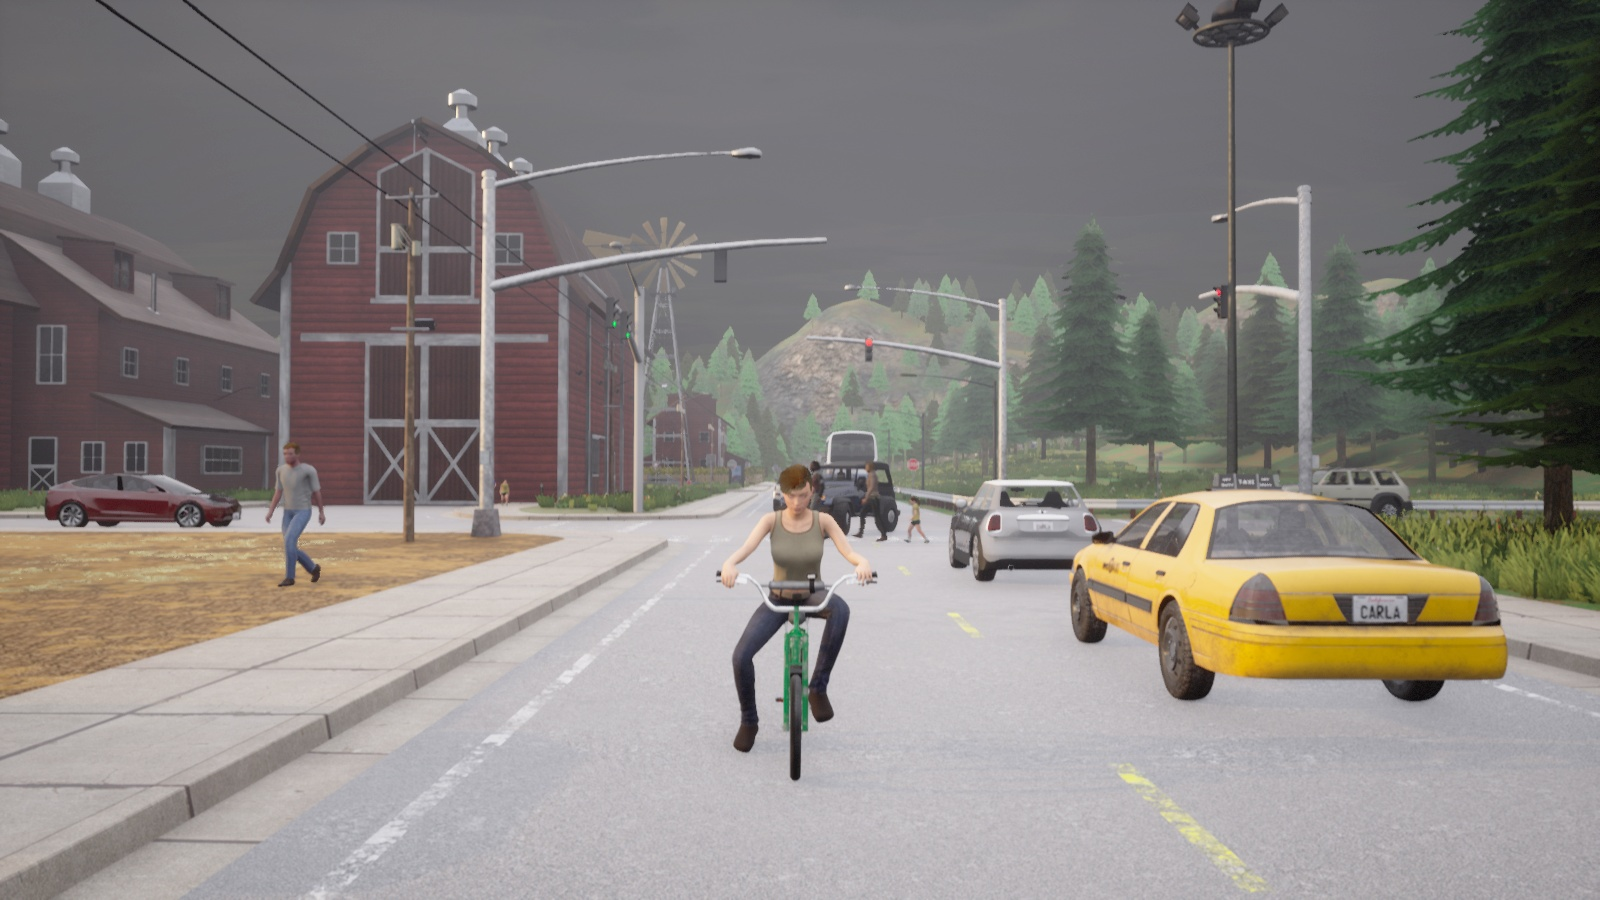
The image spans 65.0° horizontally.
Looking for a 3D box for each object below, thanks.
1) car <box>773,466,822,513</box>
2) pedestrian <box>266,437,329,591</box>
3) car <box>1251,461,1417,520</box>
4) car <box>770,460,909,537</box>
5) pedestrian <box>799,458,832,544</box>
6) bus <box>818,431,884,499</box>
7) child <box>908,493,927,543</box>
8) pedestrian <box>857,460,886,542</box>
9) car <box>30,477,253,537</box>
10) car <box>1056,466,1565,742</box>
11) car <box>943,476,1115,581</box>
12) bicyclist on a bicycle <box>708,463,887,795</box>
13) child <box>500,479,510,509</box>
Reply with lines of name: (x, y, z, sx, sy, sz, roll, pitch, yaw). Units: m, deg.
car: (-0.120, 1.628, 52.096, 1.932, 1.855, 4.605, 0, -1, 0)
pedestrian: (-6.165, 0.771, 15.422, 0.354, 1.836, 0.706, -1, -1, 17)
car: (17.401, 1.321, 41.067, 4.605, 1.855, 1.932, 0, -1, -1)
car: (1.099, 1.221, 32.788, 1.905, 1.878, 3.866, -1, -1, 33)
pedestrian: (0.356, 1.152, 28.568, 0.666, 1.930, 0.402, 0, -1, -15)
bus: (3.303, 1.035, 84.318, 3.944, 4.253, 10.273, 0, -1, 0)
child: (2.645, 1.522, 28.283, 0.394, 1.110, 0.255, 0, -1, 1)
pedestrian: (1.608, 1.146, 28.324, 0.634, 1.846, 0.331, 0, -1, 3)
car: (-17.389, 1.494, 33.344, 4.792, 1.488, 2.163, 0, -1, -1)
car: (3.477, 0.932, 9.897, 1.801, 1.575, 5.366, 0, -1, 0)
car: (3.455, 1.145, 19.668, 1.970, 1.475, 3.806, 0, -1, 0)
bicyclist on a bicycle: (-0.011, 0.886, 6.885, 0.866, 1.612, 1.509, 0, -1, 0)
child: (-11.154, 1.661, 47.467, 0.255, 1.110, 0.394, 0, -1, -26)
